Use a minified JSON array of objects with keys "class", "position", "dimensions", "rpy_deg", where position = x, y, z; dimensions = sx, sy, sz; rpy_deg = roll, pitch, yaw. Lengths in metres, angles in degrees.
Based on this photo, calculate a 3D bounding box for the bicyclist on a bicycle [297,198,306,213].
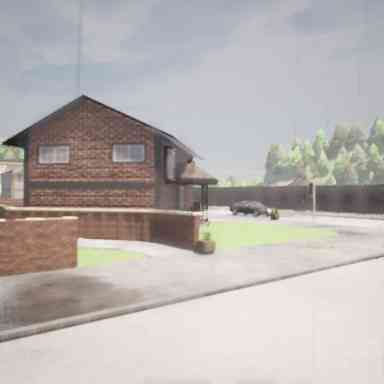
[{"class":"bicyclist on a bicycle","position":[12.511,1.543,37.965],"dimensions":[1.656,1.620,0.582],"rpy_deg":[0,0,-36]}]

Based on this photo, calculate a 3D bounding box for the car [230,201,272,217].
[{"class":"car","position":[5.828,1.634,32.871],"dimensions":[2.128,1.511,4.902],"rpy_deg":[0,0,-36]}]

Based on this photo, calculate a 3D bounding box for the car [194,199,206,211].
[{"class":"car","position":[-0.036,1.635,41.097],"dimensions":[2.128,1.511,4.902],"rpy_deg":[0,0,-35]}]
